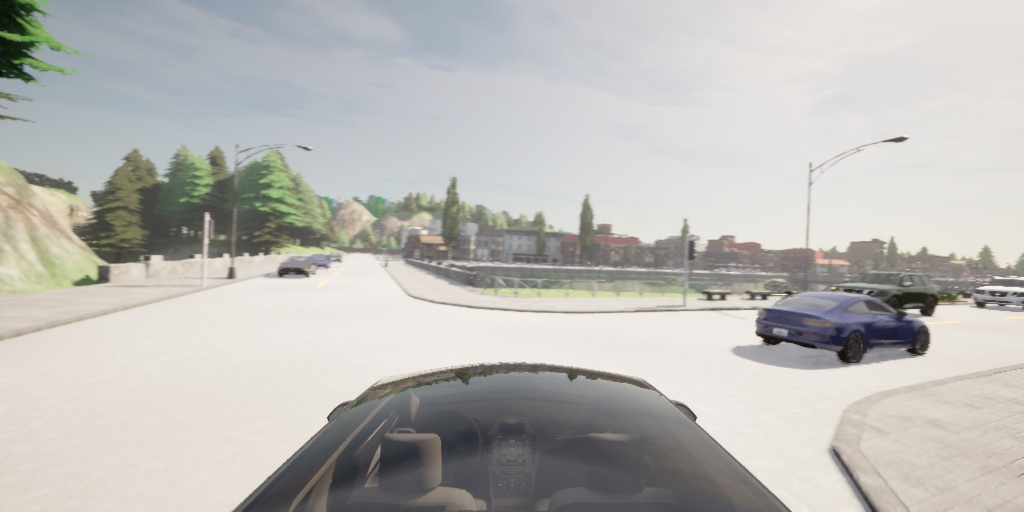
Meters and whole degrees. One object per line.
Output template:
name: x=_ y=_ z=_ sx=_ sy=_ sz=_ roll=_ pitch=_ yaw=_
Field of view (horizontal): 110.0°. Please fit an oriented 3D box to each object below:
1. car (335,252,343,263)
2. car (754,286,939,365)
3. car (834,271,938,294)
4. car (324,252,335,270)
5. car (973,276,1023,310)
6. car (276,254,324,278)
car: x=-25.114 y=0.227 z=50.938 sx=2.128 sy=1.511 sz=4.902 roll=2 pitch=0 yaw=-21
car: x=8.156 y=1.630 z=8.907 sx=4.674 sy=1.442 sz=1.812 roll=2 pitch=0 yaw=-22
car: x=17.941 y=1.750 z=17.273 sx=5.566 sy=2.045 sz=2.150 roll=2 pitch=0 yaw=-22
car: x=-18.741 y=0.514 z=34.879 sx=1.812 sy=1.442 sz=4.674 roll=2 pitch=0 yaw=-22
car: x=32.415 y=2.363 z=23.066 sx=5.566 sy=2.045 sz=2.150 roll=1 pitch=0 yaw=-22
car: x=-14.806 y=0.693 z=25.034 sx=2.033 sy=1.411 sz=5.357 roll=2 pitch=0 yaw=-22
